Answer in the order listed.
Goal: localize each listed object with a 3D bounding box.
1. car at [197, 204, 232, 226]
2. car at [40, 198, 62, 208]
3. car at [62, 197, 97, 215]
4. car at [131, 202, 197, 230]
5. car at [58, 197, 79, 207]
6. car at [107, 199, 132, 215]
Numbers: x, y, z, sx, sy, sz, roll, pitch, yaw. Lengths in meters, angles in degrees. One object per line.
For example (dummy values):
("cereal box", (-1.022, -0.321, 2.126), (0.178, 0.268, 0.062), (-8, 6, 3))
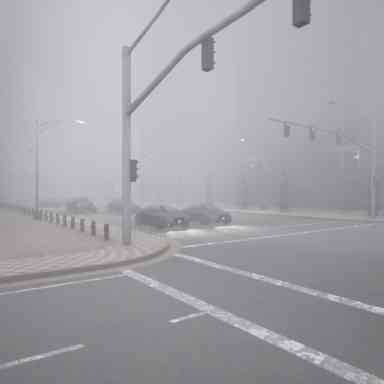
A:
("car", (0.806, 1.508, 22.862), (1.994, 1.385, 4.181), (0, 0, -37))
("car", (-19.518, 1.509, 45.647), (1.994, 1.385, 4.181), (0, 0, -34))
("car", (-11.268, 1.296, 33.784), (2.097, 1.767, 4.553), (0, 0, -35))
("car", (-1.881, 1.509, 20.579), (1.994, 1.385, 4.181), (0, 0, -36))
("car", (-19.059, 1.509, 51.165), (1.994, 1.385, 4.181), (0, 0, -35))
("car", (-6.999, 1.423, 33.787), (1.882, 1.535, 5.008), (0, 1, -35))
